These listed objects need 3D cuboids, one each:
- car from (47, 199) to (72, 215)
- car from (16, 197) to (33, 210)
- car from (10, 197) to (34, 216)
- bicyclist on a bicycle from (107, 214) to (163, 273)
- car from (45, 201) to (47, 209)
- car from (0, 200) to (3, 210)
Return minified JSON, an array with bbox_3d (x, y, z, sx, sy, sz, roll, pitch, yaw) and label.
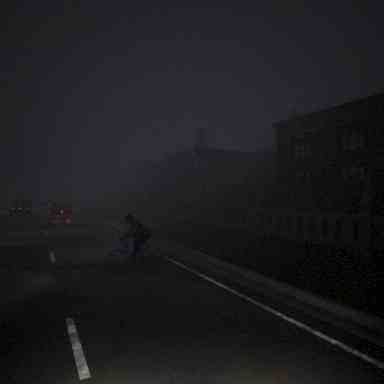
[{"bbox_3d":[-13.282,1.587,33.567,1.895,1.301,4.718,0,0,-25],"label":"car"},{"bbox_3d":[-21.956,1.486,43.662,1.837,1.490,4.892,0,0,-25],"label":"car"},{"bbox_3d":[-16.561,1.534,32.318,2.033,1.411,5.357,0,0,-25],"label":"car"},{"bbox_3d":[-1.593,1.440,9.381,1.656,1.620,0.582,-2,1,-25],"label":"bicyclist on a bicycle"},{"bbox_3d":[-17.688,1.547,42.787,1.994,1.385,4.181,0,0,-26],"label":"car"},{"bbox_3d":[-24.908,1.460,41.707,1.882,1.535,5.008,0,0,-25],"label":"car"}]
